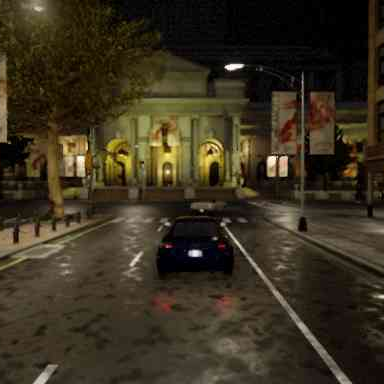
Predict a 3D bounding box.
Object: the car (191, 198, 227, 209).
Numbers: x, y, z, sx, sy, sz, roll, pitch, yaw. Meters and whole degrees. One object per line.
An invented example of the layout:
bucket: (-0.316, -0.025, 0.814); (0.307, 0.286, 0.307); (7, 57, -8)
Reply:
car: (1.563, 1.118, 28.139); (1.895, 1.301, 4.718); (0, 1, 21)

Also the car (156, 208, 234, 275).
car: (0.096, 1.392, 9.904); (1.994, 1.385, 4.181); (0, 1, 1)
